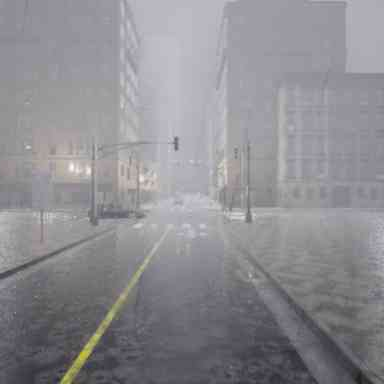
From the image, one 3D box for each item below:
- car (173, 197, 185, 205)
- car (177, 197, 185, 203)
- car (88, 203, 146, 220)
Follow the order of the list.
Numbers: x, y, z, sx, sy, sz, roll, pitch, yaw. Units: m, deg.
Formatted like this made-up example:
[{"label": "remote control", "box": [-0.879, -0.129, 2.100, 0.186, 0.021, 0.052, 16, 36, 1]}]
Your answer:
[{"label": "car", "box": [-2.843, 1.888, 67.034, 2.033, 1.411, 5.357, 0, 0, 0]}, {"label": "car", "box": [-2.780, 1.924, 82.548, 1.837, 1.490, 4.892, 0, 0, 0]}, {"label": "car", "box": [-6.426, 1.709, 28.675, 4.892, 1.490, 1.837, 1, 0, 0]}]
